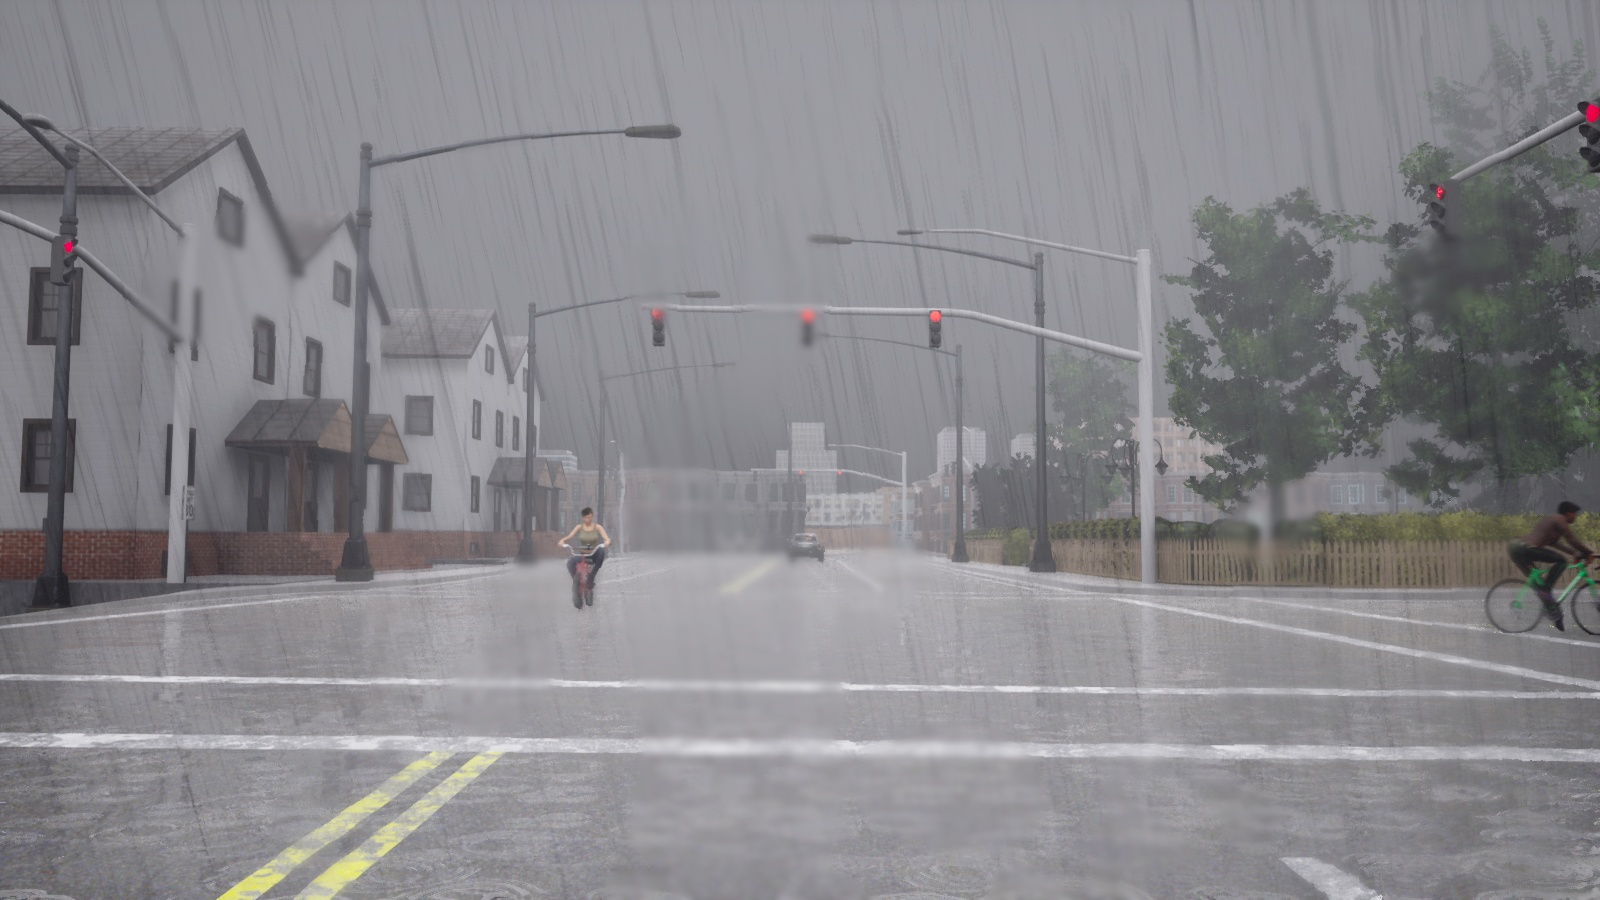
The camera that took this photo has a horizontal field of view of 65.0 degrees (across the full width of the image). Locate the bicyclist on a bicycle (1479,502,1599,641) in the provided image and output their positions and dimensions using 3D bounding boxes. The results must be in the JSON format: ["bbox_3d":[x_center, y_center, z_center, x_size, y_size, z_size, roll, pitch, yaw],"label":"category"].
[{"bbox_3d":[9.208,1.458,15.145,1.656,1.620,0.582,0,-5,6],"label":"bicyclist on a bicycle"}]

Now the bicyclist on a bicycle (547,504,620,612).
[{"bbox_3d":[-3.377,1.692,19.735,0.866,1.612,1.509,0,-5,0],"label":"bicyclist on a bicycle"}]

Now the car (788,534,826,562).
[{"bbox_3d":[0.375,5.225,67.111,1.970,1.475,3.806,0,-4,1],"label":"car"}]
